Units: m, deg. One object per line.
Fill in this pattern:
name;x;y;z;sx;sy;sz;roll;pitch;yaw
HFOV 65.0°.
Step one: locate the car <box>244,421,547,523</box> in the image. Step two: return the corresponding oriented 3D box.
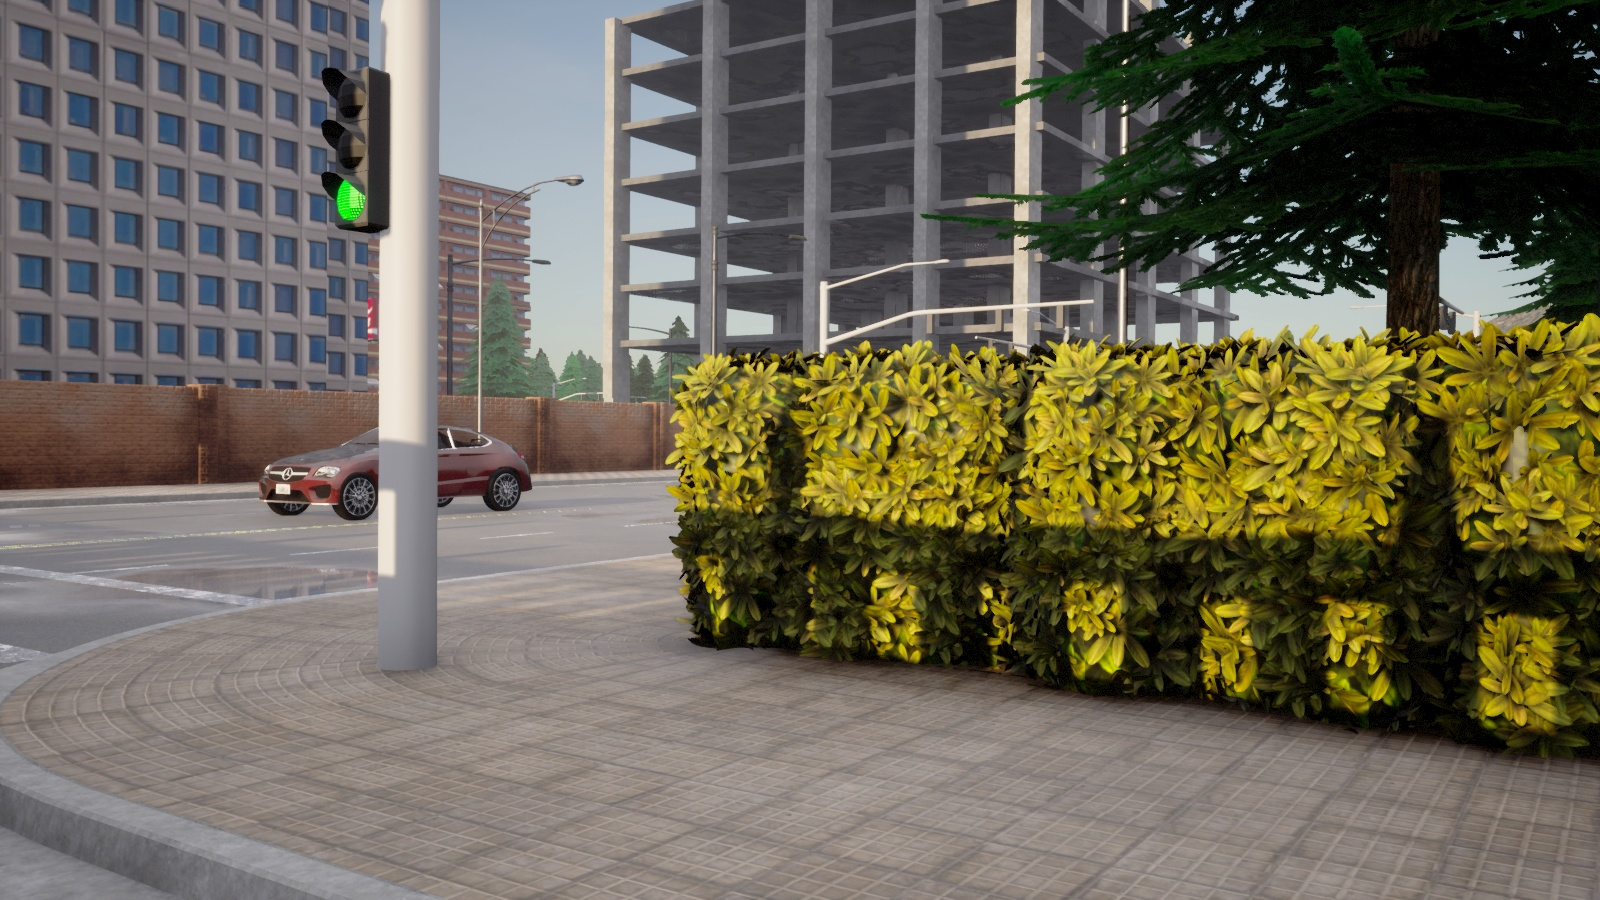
car;-7.250;0.316;23.069;2.152;1.651;5.027;0;1;33
